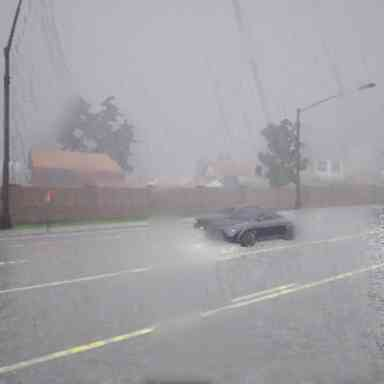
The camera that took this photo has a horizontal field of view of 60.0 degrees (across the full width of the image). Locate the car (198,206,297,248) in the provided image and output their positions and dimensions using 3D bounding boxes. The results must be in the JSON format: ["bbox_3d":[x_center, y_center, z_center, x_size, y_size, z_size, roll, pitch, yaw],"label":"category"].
[{"bbox_3d":[2.662,1.492,14.487,4.181,1.385,1.994,-1,0,-35],"label":"car"}]

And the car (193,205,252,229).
[{"bbox_3d":[2.667,1.446,18.793,5.357,1.411,2.033,-1,1,-35],"label":"car"}]
